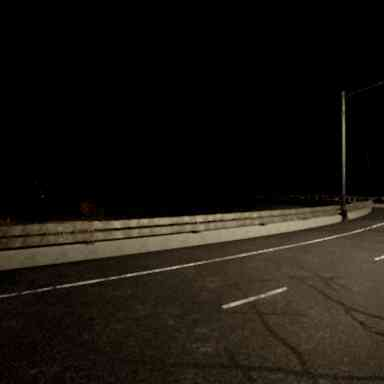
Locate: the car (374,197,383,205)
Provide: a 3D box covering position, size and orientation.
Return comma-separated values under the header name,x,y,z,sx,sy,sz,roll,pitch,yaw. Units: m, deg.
name,x,y,z,sx,sy,sz,roll,pitch,yaw
car,36.884,1.703,64.510,2.128,1.511,4.902,0,0,13
